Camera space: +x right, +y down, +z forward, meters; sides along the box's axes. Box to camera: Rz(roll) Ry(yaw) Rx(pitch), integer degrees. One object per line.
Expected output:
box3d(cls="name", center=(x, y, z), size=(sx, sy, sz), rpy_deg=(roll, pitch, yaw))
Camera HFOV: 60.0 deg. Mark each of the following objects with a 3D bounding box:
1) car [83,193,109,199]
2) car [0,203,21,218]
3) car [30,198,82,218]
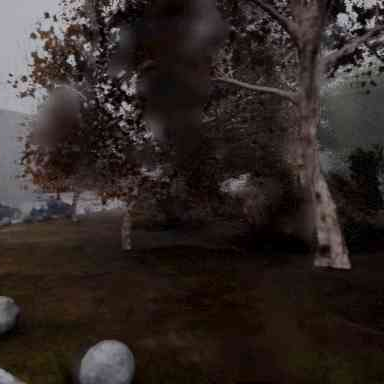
box3d(cls="car", center=(-17.066, 0.560, 58.403), size=(1.946, 1.575, 5.366), rpy_deg=(-1, 3, 31))
box3d(cls="car", center=(-17.283, 1.702, 29.198), size=(1.837, 1.490, 4.892), rpy_deg=(-2, 1, 14))
box3d(cls="car", center=(-13.059, 1.428, 31.690), size=(2.097, 1.767, 4.553), rpy_deg=(-1, 1, 18))
